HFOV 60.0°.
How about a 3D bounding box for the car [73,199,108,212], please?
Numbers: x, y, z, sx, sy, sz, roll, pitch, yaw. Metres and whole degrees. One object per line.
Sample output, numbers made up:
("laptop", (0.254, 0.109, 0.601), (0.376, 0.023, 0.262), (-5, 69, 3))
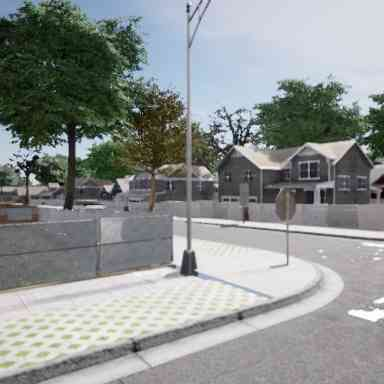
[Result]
("car", (-10.538, 1.795, 34.323), (2.150, 2.045, 5.566), (0, -1, -36))

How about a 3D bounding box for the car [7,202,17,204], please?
("car", (-42.361, 2.677, 78.160), (2.128, 1.511, 4.902), (0, -1, -36))
